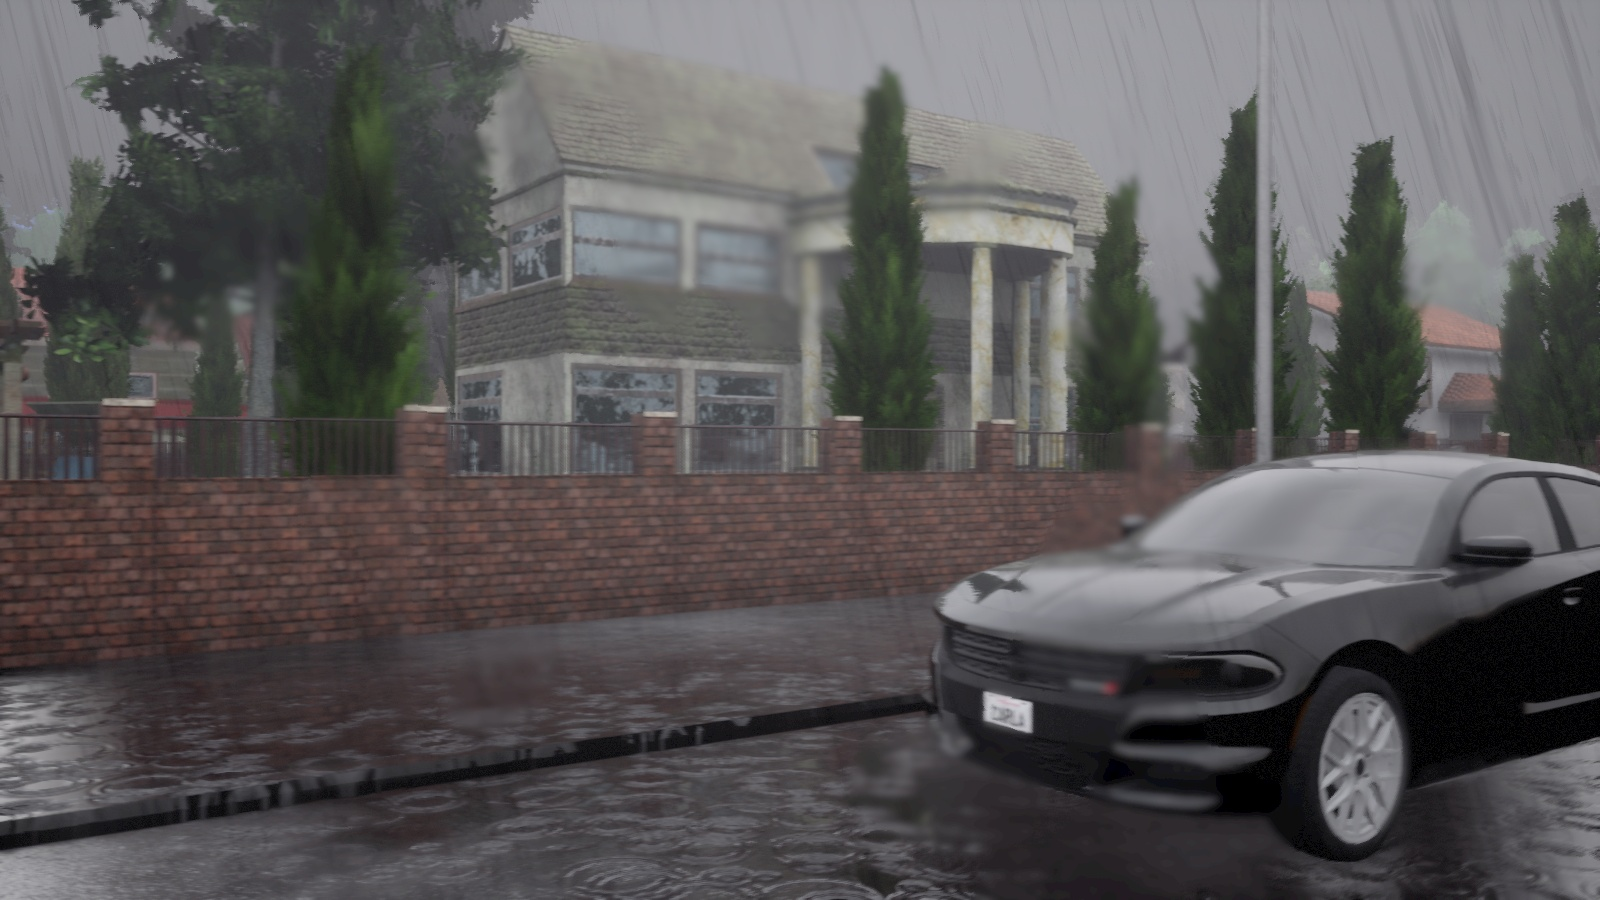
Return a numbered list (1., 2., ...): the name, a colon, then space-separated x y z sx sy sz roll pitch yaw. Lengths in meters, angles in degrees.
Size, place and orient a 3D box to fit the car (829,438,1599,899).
1. car: 2.722 0.732 6.162 5.008 1.535 1.882 0 0 -35
